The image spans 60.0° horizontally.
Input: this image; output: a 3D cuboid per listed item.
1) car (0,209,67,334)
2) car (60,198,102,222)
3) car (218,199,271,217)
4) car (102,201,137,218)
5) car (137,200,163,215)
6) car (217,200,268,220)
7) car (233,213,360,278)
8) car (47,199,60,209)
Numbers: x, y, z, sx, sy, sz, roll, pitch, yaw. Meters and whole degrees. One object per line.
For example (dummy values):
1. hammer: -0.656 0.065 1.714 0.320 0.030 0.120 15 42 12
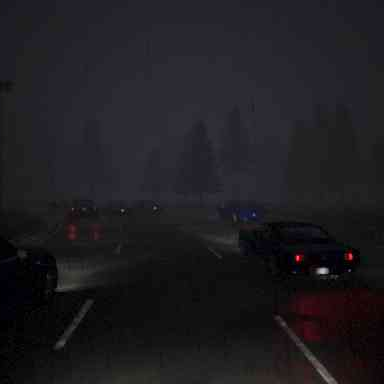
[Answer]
1. car: -3.768 1.341 5.114 2.097 1.767 4.553 0 0 -3
2. car: -8.752 1.271 25.957 2.097 1.767 4.553 0 0 -27
3. car: 4.750 1.414 31.069 2.033 1.411 5.357 0 0 -27
4. car: -6.661 1.466 29.002 1.994 1.385 4.181 0 0 -29
5. car: -4.477 1.448 32.259 1.994 1.385 4.181 0 0 -32
6. car: 3.410 1.373 24.523 1.882 1.535 5.008 0 0 -17
7. car: 2.815 1.555 10.030 1.895 1.301 4.718 0 0 -7
8. car: -15.051 1.485 38.836 4.718 1.301 1.895 0 0 39
